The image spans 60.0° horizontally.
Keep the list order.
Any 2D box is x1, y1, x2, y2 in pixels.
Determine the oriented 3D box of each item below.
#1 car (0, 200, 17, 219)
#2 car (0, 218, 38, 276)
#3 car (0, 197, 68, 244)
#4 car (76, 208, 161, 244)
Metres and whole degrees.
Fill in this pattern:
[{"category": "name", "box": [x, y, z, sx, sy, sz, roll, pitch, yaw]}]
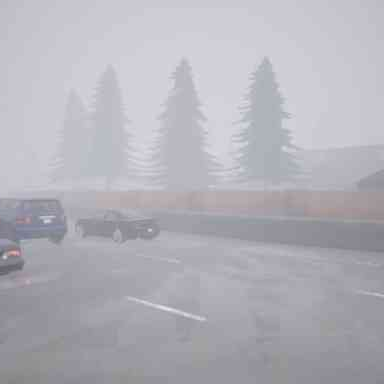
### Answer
[{"category": "car", "box": [-17.436, 1.518, 29.561, 2.128, 1.511, 4.902, 0, 0, -42]}, {"category": "car", "box": [-6.652, 1.553, 9.315, 5.357, 1.411, 2.033, 0, 0, 40]}, {"category": "car", "box": [-7.701, 1.238, 14.865, 5.566, 2.045, 2.150, 0, 0, 41]}, {"category": "car", "box": [-3.690, 1.508, 16.030, 5.008, 1.535, 1.882, 0, 0, 41]}]
